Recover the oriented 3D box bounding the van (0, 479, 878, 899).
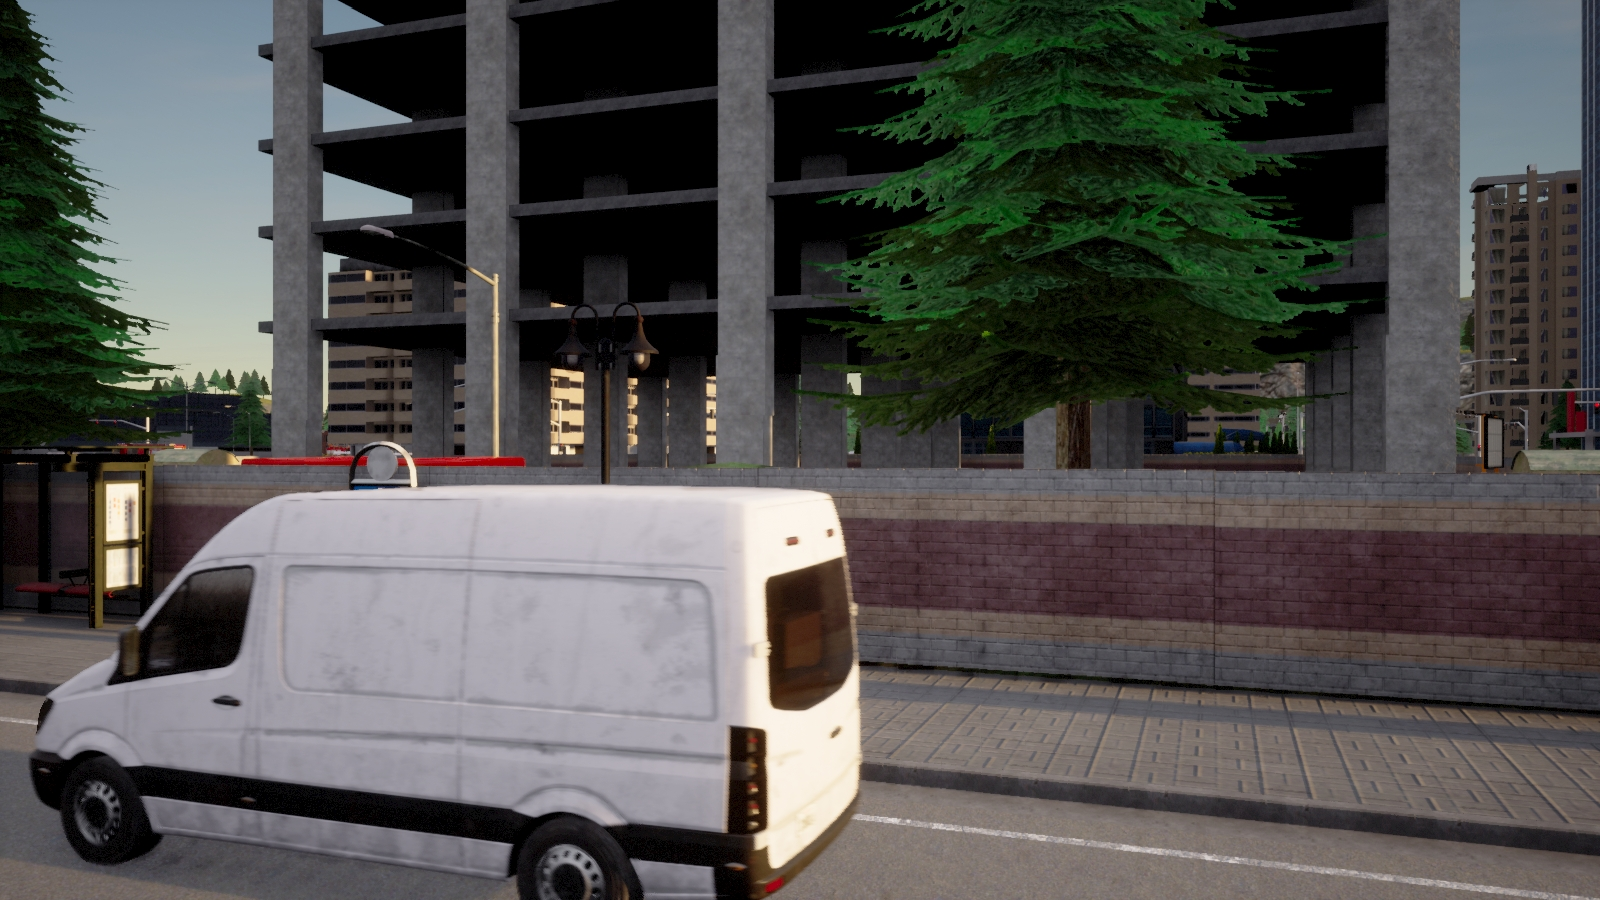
[{"bbox_3d":[-2.579,1.535,7.953,5.915,2.561,1.988,0,0,20],"label":"van"}]
